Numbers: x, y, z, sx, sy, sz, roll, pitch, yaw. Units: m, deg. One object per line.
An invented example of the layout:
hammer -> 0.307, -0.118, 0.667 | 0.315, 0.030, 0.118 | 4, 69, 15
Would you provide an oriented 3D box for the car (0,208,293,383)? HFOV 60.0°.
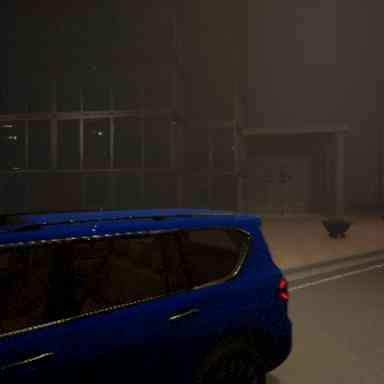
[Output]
car -> -1.494, 1.222, 2.912 | 5.566, 2.045, 2.150 | 0, 0, -35
